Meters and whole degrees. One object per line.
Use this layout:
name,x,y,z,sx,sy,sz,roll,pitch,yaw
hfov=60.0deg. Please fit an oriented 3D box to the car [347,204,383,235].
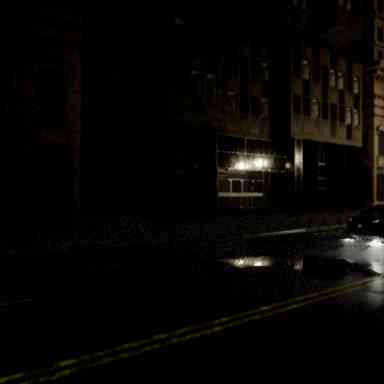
car,10.400,1.414,18.013,4.674,1.442,1.812,-1,0,-33
